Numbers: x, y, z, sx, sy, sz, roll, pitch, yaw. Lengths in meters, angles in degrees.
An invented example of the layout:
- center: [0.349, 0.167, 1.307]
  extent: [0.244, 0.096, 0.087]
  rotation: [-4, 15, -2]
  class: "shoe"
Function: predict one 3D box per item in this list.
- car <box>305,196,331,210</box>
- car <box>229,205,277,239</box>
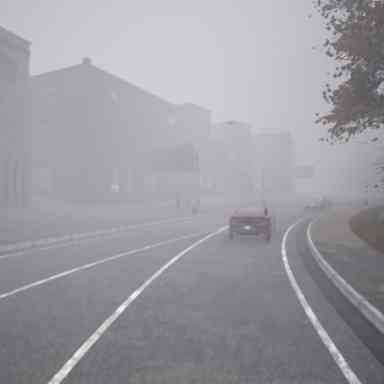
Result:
- center: [13.342, 1.111, 35.205]
  extent: [1.812, 1.442, 4.674]
  rotation: [-1, 1, 36]
  class: "car"
- center: [3.153, 1.366, 16.741]
  extent: [1.882, 1.535, 5.008]
  rotation: [0, 1, 18]
  class: "car"
